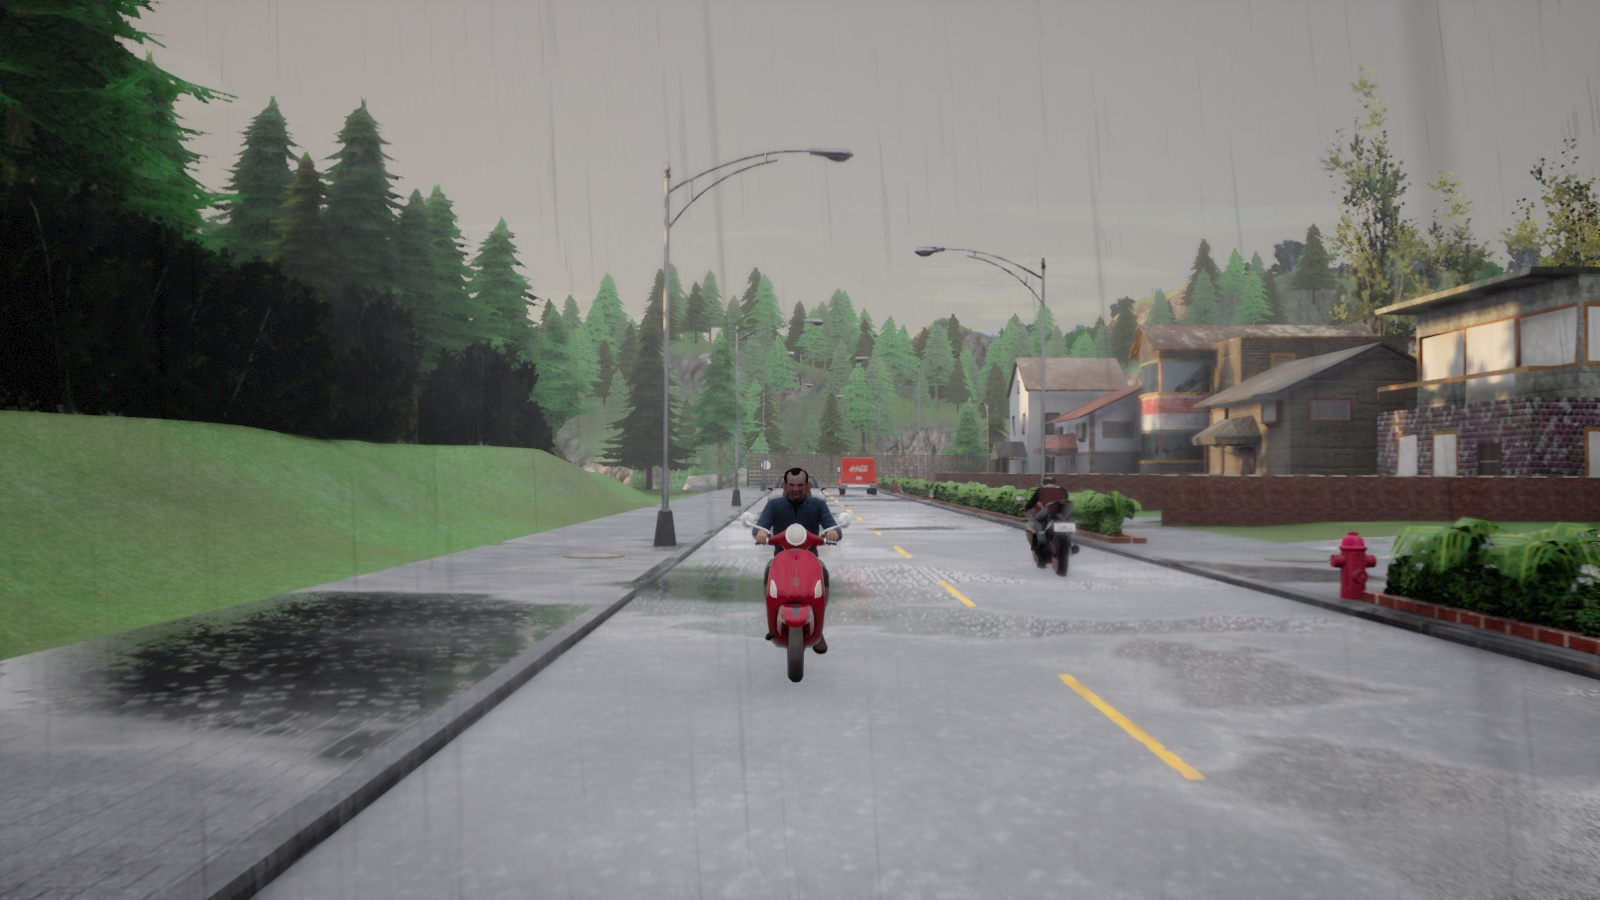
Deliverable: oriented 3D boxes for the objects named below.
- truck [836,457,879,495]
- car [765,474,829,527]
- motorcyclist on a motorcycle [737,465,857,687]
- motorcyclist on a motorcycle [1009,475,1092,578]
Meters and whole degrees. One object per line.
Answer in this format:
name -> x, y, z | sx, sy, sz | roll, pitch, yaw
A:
truck -> 3.845, 1.732, 84.771 | 2.627, 2.467, 5.204 | 0, -1, 0
car -> -0.082, 1.458, 37.606 | 1.816, 1.474, 4.193 | 0, -1, 0
motorcyclist on a motorcycle -> -0.025, 0.934, 9.975 | 0.866, 1.590, 1.817 | 0, -2, 0
motorcyclist on a motorcycle -> 3.951, 1.168, 19.960 | 0.866, 1.530, 2.191 | 0, -1, 0
